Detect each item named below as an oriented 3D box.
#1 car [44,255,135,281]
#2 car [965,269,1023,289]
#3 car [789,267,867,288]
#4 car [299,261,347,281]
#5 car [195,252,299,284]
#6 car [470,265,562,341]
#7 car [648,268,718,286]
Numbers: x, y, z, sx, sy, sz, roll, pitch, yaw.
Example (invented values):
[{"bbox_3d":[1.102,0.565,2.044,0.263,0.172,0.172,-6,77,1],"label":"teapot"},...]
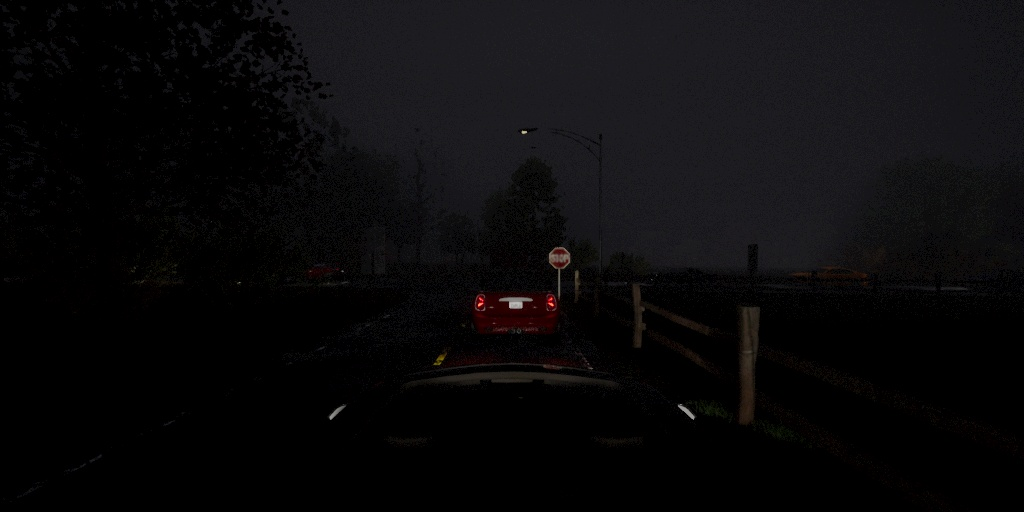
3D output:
[{"bbox_3d":[-27.966,0.748,23.947,4.553,1.767,2.097,1,1,0],"label":"car"},{"bbox_3d":[37.423,1.765,27.087,4.902,1.511,2.128,1,1,0],"label":"car"},{"bbox_3d":[23.776,1.553,27.089,5.008,1.535,1.882,1,1,0],"label":"car"},{"bbox_3d":[-14.757,1.094,26.980,4.181,1.385,1.994,1,1,0],"label":"car"},{"bbox_3d":[-17.881,0.755,24.002,5.566,2.045,2.150,1,1,0],"label":"car"},{"bbox_3d":[0.082,1.099,10.022,2.097,1.767,4.553,0,0,0],"label":"car"},{"bbox_3d":[12.767,1.519,27.081,4.718,1.301,1.895,1,1,0],"label":"car"}]
